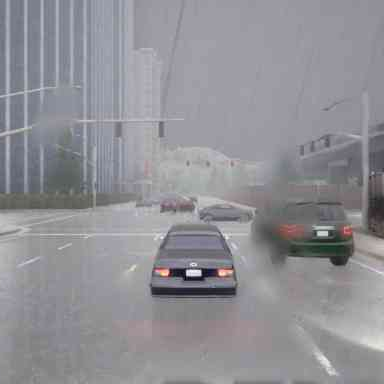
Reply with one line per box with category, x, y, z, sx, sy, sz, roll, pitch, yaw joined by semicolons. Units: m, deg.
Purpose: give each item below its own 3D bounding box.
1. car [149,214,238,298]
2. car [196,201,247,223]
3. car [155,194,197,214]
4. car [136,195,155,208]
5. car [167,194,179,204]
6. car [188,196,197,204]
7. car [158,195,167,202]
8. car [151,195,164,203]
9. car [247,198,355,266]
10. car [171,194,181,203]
car;0.058;1.547;8.683;2.033;1.411;5.357;0;0;1
car;2.582;1.585;25.060;4.181;1.385;1.994;0;0;0
car;-1.566;1.383;36.615;2.097;1.767;4.553;0;0;30
car;-7.075;1.504;48.942;1.837;1.490;4.892;0;0;0
car;-3.538;1.352;62.564;2.097;1.767;4.553;0;0;0
car;0.123;1.504;66.140;1.837;1.490;4.892;0;0;0
car;-6.974;1.516;78.309;1.812;1.442;4.674;0;0;0
car;-6.990;1.491;68.071;2.128;1.511;4.902;0;0;0
car;3.575;1.221;11.716;2.150;2.045;5.566;0;0;1
car;-3.475;1.355;72.598;2.097;1.767;4.553;0;0;0
